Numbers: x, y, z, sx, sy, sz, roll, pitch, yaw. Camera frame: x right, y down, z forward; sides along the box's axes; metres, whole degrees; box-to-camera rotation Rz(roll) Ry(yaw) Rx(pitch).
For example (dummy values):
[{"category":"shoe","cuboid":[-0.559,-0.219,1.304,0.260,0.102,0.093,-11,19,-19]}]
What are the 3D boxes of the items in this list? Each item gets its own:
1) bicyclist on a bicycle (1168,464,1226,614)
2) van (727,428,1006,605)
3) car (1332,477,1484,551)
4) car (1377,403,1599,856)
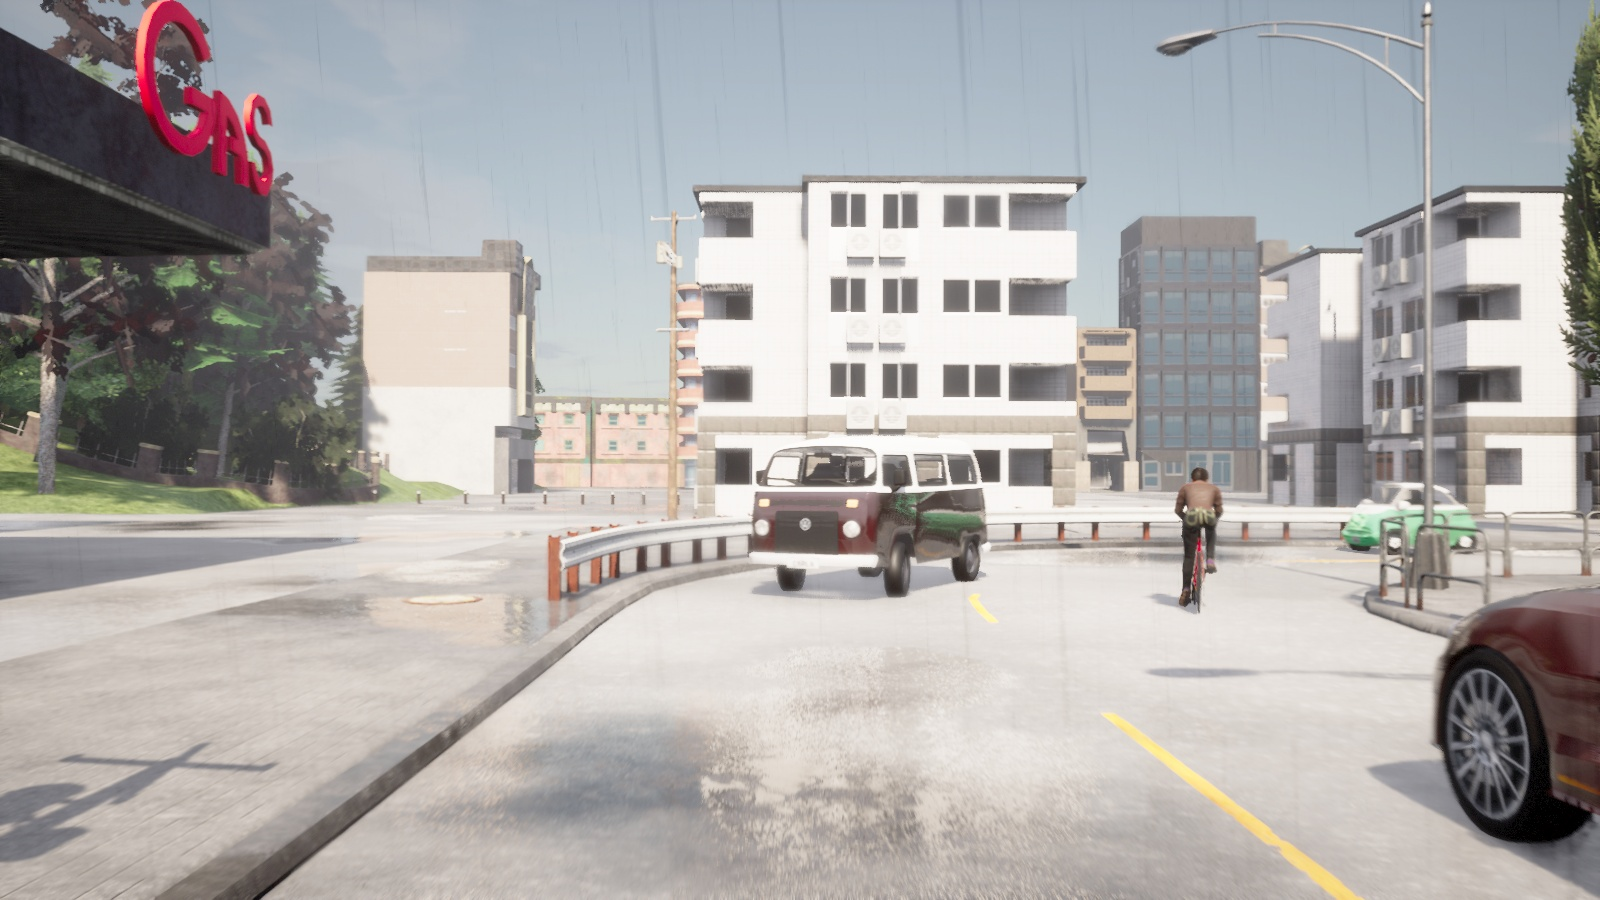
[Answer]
[{"category":"bicyclist on a bicycle","cuboid":[4.604,0.989,14.602,0.582,1.620,1.656,1,-1,17]},{"category":"van","cuboid":[1.058,0.812,16.928,2.069,2.038,4.480,-1,-1,27]},{"category":"car","cuboid":[11.786,1.222,24.439,2.207,1.376,1.481,0,-1,-4]},{"category":"car","cuboid":[3.991,0.639,3.802,2.152,1.651,5.027,0,-1,0]}]
